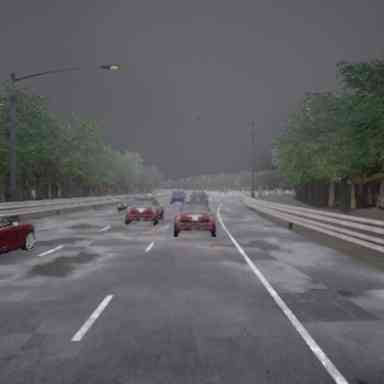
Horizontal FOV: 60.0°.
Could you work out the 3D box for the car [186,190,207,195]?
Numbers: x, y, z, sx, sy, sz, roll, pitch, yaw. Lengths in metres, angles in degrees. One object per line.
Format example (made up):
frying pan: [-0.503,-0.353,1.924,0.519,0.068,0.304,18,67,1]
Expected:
car: [0.803,0.973,39.708,2.150,2.045,5.566,0,0,2]

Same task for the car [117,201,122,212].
car: [-6.371,1.319,34.667,2.033,1.411,5.357,0,0,2]

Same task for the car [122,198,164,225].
car: [-3.138,1.212,23.026,2.097,1.767,4.553,0,0,1]

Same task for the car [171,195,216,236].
car: [0.172,1.250,17.880,2.097,1.767,4.553,0,0,1]

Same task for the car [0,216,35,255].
car: [-6.858,1.404,10.564,1.882,1.535,5.008,0,0,1]

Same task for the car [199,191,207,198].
car: [3.100,0.682,93.256,2.097,1.767,4.553,0,0,1]

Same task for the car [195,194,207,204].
car: [1.558,1.149,56.563,2.033,1.411,5.357,0,1,3]

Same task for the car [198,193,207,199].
car: [2.606,0.940,79.408,2.128,1.511,4.902,0,0,2]

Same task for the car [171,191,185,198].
car: [-2.039,0.846,53.240,2.150,2.045,5.566,0,1,3]
